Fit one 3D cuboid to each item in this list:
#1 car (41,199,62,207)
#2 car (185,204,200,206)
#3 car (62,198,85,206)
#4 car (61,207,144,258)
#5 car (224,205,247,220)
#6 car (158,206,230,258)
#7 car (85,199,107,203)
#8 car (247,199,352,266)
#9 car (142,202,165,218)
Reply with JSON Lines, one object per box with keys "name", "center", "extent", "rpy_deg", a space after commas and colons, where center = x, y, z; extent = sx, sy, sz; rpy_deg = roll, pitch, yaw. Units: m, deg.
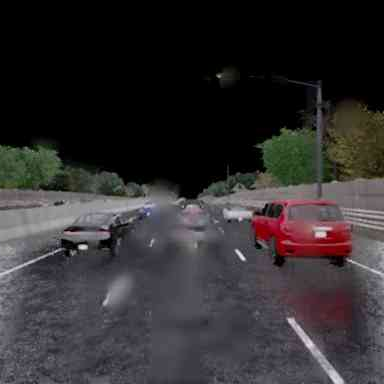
{"name": "car", "center": [-21.074, 1.834, 50.392], "extent": [2.128, 1.511, 4.902], "rpy_deg": [0, -1, 0]}
{"name": "car", "center": [0.072, 1.668, 28.390], "extent": [1.994, 1.385, 4.181], "rpy_deg": [0, 0, 0]}
{"name": "car", "center": [-17.574, 1.702, 50.813], "extent": [2.097, 1.767, 4.553], "rpy_deg": [0, -1, 0]}
{"name": "car", "center": [-3.431, 1.533, 12.941], "extent": [2.128, 1.511, 4.902], "rpy_deg": [0, 0, 0]}
{"name": "car", "center": [3.562, 1.694, 26.519], "extent": [1.895, 1.301, 4.718], "rpy_deg": [0, 0, 0]}
{"name": "car", "center": [0.069, 1.533, 12.935], "extent": [2.128, 1.511, 4.902], "rpy_deg": [0, 0, 0]}
{"name": "car", "center": [-14.078, 1.820, 50.409], "extent": [1.882, 1.535, 5.008], "rpy_deg": [0, -1, 0]}
{"name": "car", "center": [3.564, 1.260, 11.833], "extent": [2.150, 2.045, 5.566], "rpy_deg": [0, 0, 0]}
{"name": "car", "center": [-3.427, 1.634, 28.973], "extent": [1.812, 1.442, 4.674], "rpy_deg": [0, 0, 0]}
